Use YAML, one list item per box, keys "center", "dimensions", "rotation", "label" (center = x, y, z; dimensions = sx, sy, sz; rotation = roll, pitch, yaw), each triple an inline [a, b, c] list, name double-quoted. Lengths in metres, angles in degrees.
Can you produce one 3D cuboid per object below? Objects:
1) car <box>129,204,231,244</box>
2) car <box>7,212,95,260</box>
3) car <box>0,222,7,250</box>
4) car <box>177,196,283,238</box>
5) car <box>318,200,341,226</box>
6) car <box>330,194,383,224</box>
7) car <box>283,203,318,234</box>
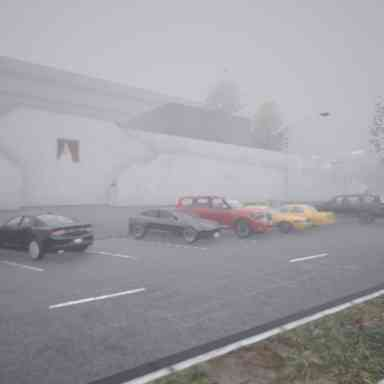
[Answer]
- center: [-0.878, 1.503, 15.886]
  dimensions: [4.792, 1.488, 2.163]
  rotation: [-1, -1, 34]
  label: "car"
- center: [-5.789, 1.487, 12.409]
  dimensions: [5.008, 1.535, 2.097]
  rotation: [-1, 0, 35]
  label: "car"
- center: [-8.238, 1.532, 10.676]
  dimensions: [4.674, 1.452, 2.002]
  rotation: [-1, -1, 35]
  label: "car"
- center: [1.564, 1.218, 17.633]
  dimensions: [5.566, 2.045, 2.435]
  rotation: [-1, -1, 34]
  label: "car"
- center: [6.271, 1.465, 21.227]
  dimensions: [5.366, 1.575, 1.946]
  rotation: [-1, -1, 35]
  label: "car"
- center: [11.283, 1.220, 24.620]
  dimensions: [5.566, 2.045, 2.435]
  rotation: [-1, -1, 35]
  label: "car"
- center: [4.138, 1.460, 19.280]
  dimensions: [5.366, 1.575, 1.946]
  rotation: [-1, -1, 35]
  label: "car"
